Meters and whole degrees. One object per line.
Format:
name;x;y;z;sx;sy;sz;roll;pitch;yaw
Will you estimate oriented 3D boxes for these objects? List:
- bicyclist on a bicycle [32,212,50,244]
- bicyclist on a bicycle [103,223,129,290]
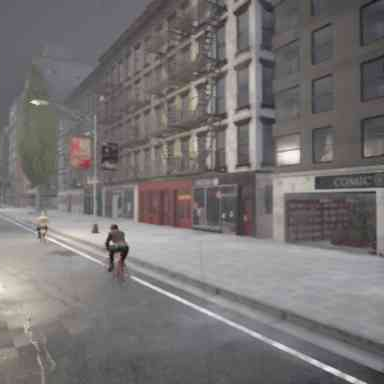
bicyclist on a bicycle;-7.738;1.831;17.182;0.866;1.612;1.509;1;-2;-35
bicyclist on a bicycle;-1.991;1.661;8.728;0.582;1.620;1.656;1;-2;-34
